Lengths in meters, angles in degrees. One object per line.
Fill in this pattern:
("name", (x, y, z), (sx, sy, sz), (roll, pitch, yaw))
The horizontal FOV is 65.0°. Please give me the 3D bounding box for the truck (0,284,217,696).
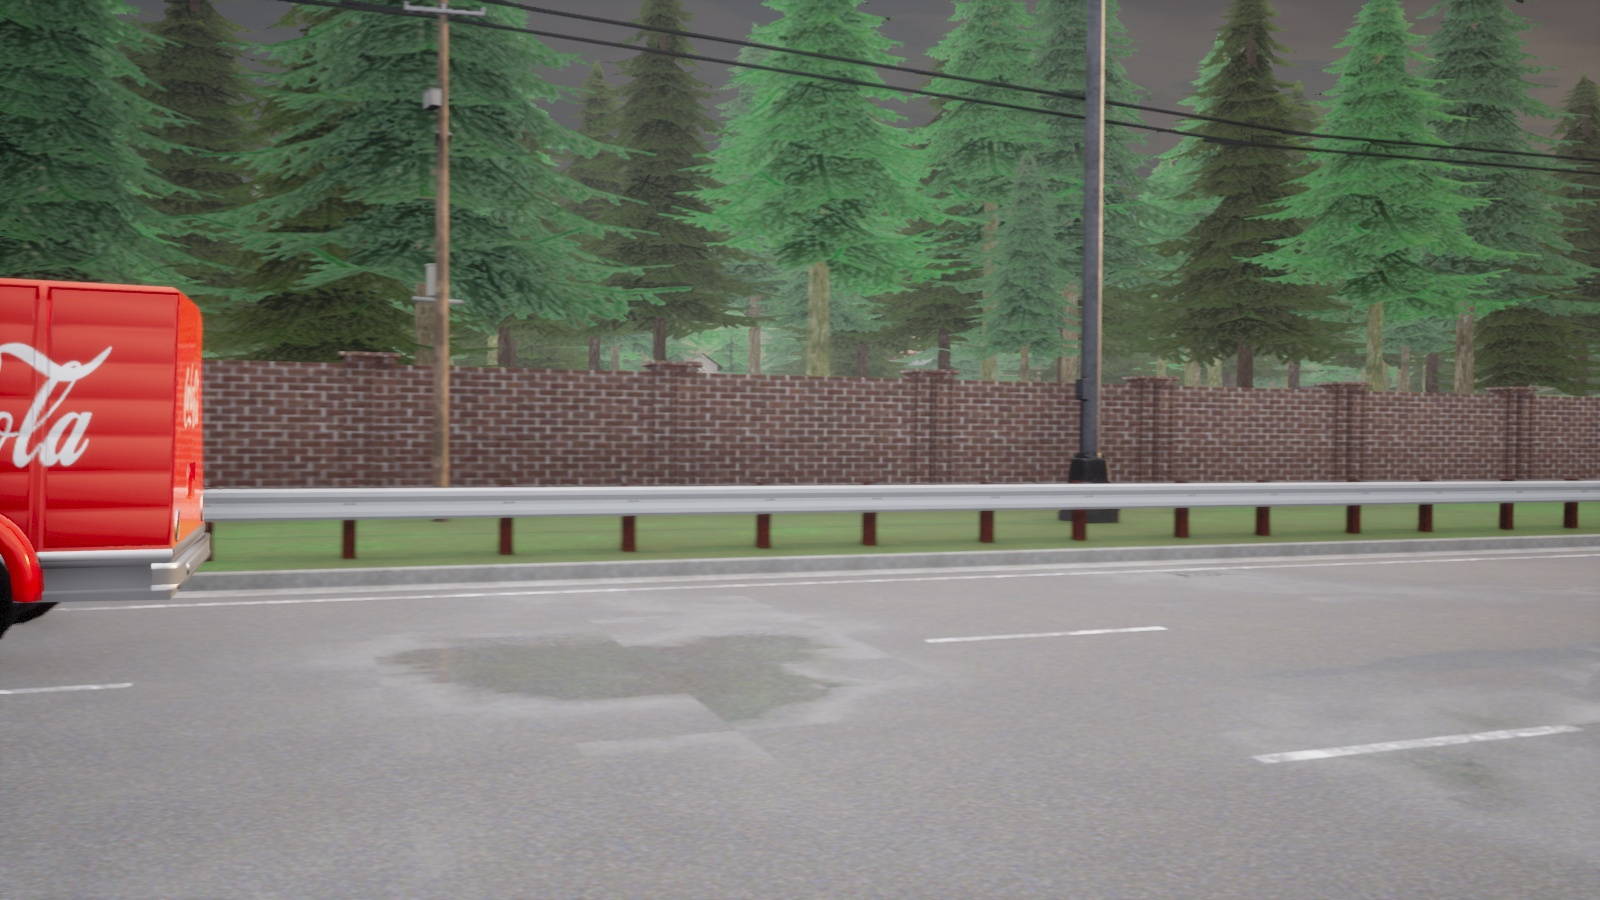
("truck", (-6.770, 0.252, 8.150), (5.204, 2.467, 2.627), (-1, 1, -21))
